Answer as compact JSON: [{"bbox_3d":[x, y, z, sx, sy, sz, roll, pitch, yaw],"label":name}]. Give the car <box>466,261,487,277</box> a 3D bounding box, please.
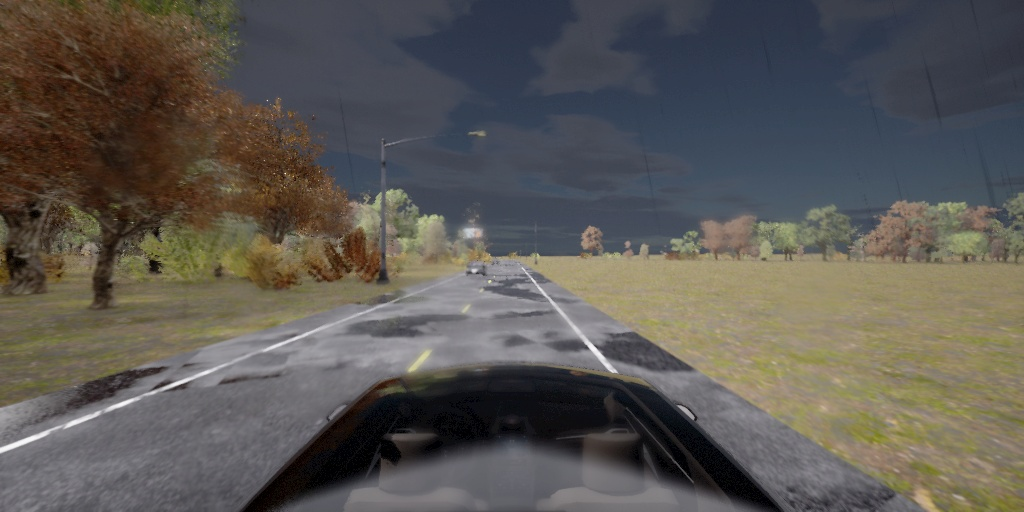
[{"bbox_3d":[-3.585,1.272,36.698,2.128,1.511,4.902,0,0,0],"label":"car"}]
